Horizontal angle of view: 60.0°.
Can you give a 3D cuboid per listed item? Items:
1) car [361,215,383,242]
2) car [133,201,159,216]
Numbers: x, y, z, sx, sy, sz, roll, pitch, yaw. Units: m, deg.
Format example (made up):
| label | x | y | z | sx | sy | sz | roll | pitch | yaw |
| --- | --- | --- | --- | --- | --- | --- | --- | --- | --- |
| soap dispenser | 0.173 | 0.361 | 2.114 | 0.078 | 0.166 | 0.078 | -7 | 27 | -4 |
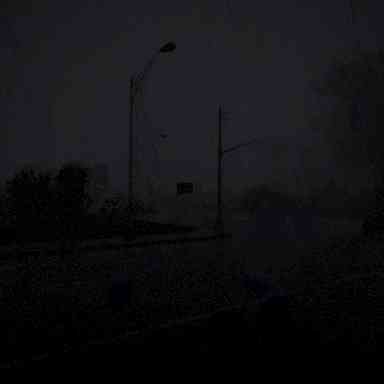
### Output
| label | x | y | z | sx | sy | sz | roll | pitch | yaw |
| --- | --- | --- | --- | --- | --- | --- | --- | --- | --- |
| car | 10.662 | 1.762 | 15.702 | 1.837 | 1.490 | 4.892 | 1 | -1 | -39 |
| car | -5.358 | 1.741 | 35.700 | 1.812 | 1.442 | 4.674 | 1 | 0 | -39 |
